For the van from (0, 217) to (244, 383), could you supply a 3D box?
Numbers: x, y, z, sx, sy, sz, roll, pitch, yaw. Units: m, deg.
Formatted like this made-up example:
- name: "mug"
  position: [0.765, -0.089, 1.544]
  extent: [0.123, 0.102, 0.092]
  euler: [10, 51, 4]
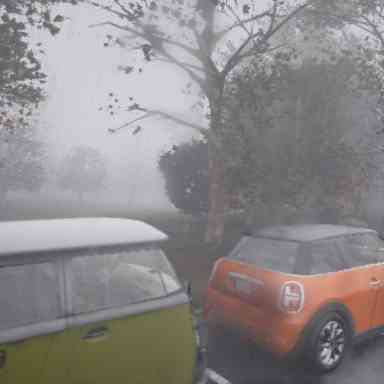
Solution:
- name: "van"
  position: [-1.906, 1.254, 2.694]
  extent: [4.442, 1.987, 1.878]
  euler: [0, 0, -33]

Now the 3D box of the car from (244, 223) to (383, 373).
- name: "car"
  position: [2.506, 1.358, 5.847]
  extent: [4.553, 1.767, 2.185]
  euler: [0, 0, -33]
